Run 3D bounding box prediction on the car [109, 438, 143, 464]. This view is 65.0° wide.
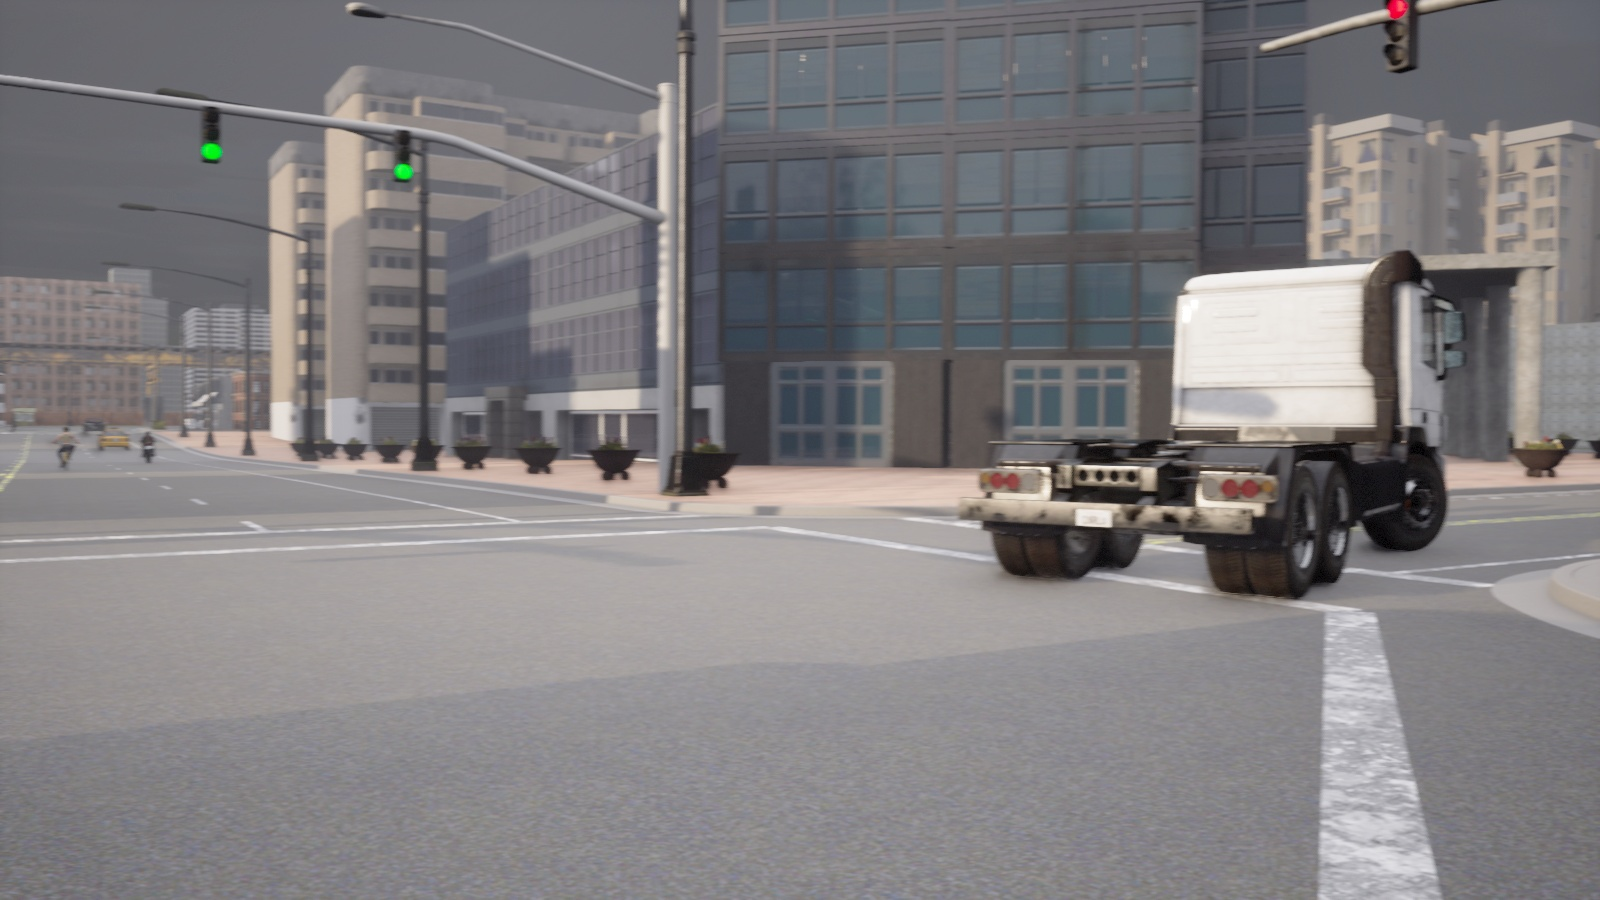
[{"bbox_3d":[-46.783,0.045,87.089,1.801,1.575,5.366,-1,2,-31],"label":"car"}]

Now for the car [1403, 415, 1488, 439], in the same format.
[{"bbox_3d":[38.696,-1.366,75.347,1.994,1.385,4.181,-1,1,-25],"label":"car"}]

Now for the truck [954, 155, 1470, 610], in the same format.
[{"bbox_3d":[4.939,-0.614,13.596,2.891,3.462,7.936,0,2,37],"label":"truck"}]

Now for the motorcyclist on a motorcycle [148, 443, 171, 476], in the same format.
[{"bbox_3d":[-30.215,0.425,59.263,0.797,1.523,2.044,-1,1,-31],"label":"motorcyclist on a motorcycle"}]
